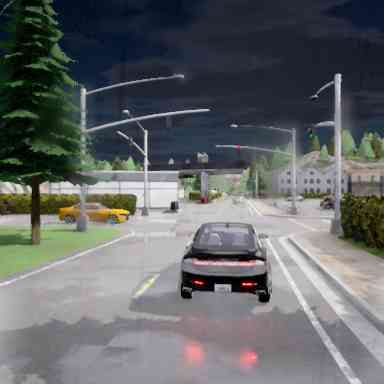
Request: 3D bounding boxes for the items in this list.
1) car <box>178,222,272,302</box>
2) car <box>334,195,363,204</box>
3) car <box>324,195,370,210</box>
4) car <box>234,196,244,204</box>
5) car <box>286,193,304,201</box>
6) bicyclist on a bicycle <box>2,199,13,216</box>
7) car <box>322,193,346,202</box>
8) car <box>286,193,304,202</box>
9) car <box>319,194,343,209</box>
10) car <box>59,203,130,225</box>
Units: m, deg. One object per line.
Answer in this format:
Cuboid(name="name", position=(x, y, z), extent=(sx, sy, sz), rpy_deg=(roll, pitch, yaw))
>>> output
Cuboid(name="car", position=(0.878, 1.505, 8.339), extent=(2.128, 1.511, 4.902), rpy_deg=(0, 0, 8))
Cuboid(name="car", position=(29.298, 1.399, 62.246), extent=(4.514, 1.523, 2.007), rpy_deg=(0, 0, 8))
Cuboid(name="car", position=(18.265, 1.402, 38.565), extent=(4.514, 1.523, 2.007), rpy_deg=(0, 0, 8))
Cuboid(name="car", position=(9.412, 1.633, 67.433), extent=(1.812, 1.442, 4.674), rpy_deg=(0, -1, 8))
Cuboid(name="car", position=(24.380, 1.203, 78.826), extent=(3.866, 1.878, 1.905), rpy_deg=(0, 0, 8))
Cuboid(name="bicyclist on a bicycle", position=(-17.982, 1.502, 32.451), extent=(0.582, 1.620, 1.656), rpy_deg=(0, 0, 7))
Cuboid(name="car", position=(31.720, 1.218, 74.486), extent=(4.605, 1.855, 1.932), rpy_deg=(0, 0, 8))
Cuboid(name="car", position=(23.316, 1.482, 75.617), extent=(3.806, 1.475, 1.970), rpy_deg=(0, 0, 8))
Cuboid(name="car", position=(18.646, 1.398, 41.679), extent=(5.027, 1.636, 2.152), rpy_deg=(0, 0, 8))
Cuboid(name="car", position=(-6.971, 1.514, 23.918), extent=(5.008, 1.535, 1.882), rpy_deg=(0, 0, 6))
